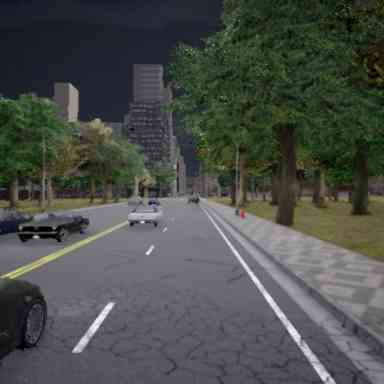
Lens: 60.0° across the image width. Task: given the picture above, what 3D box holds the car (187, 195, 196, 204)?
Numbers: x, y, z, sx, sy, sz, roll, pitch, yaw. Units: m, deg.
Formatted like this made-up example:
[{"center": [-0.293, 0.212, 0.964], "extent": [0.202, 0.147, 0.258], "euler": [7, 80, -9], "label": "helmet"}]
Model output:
[{"center": [0.016, 1.780, 72.745], "extent": [1.837, 1.490, 4.892], "euler": [0, 0, 0], "label": "car"}]

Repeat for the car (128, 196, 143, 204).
[{"center": [-9.778, 1.540, 57.732], "extent": [2.097, 1.767, 4.553], "euler": [0, 0, 1], "label": "car"}]

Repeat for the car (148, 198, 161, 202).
[{"center": [-6.521, 1.737, 57.977], "extent": [2.033, 1.411, 5.357], "euler": [0, 0, 1], "label": "car"}]

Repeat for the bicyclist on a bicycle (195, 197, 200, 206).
[{"center": [0.906, 1.634, 59.355], "extent": [0.866, 1.612, 1.509], "euler": [0, 0, 0], "label": "bicyclist on a bicycle"}]

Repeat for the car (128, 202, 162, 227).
[{"center": [-3.145, 1.634, 23.347], "extent": [1.895, 1.301, 4.718], "euler": [0, 0, 0], "label": "car"}]

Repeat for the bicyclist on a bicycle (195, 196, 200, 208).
[{"center": [0.905, 1.513, 50.009], "extent": [0.659, 1.776, 1.843], "euler": [0, 0, 0], "label": "bicyclist on a bicycle"}]

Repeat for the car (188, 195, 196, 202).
[{"center": [0.019, 1.553, 83.244], "extent": [2.097, 1.767, 4.553], "euler": [0, 0, 0], "label": "car"}]

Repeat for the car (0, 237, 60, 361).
[{"center": [-3.162, 1.529, 3.272], "extent": [1.812, 1.442, 4.674], "euler": [0, 0, 0], "label": "car"}]

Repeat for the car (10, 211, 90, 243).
[{"center": [-6.597, 1.621, 16.332], "extent": [1.895, 1.301, 4.718], "euler": [0, 0, 0], "label": "car"}]

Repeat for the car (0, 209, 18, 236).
[{"center": [-9.845, 1.568, 16.737], "extent": [2.033, 1.411, 5.357], "euler": [0, 0, 0], "label": "car"}]
